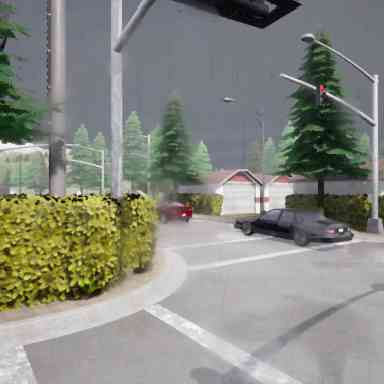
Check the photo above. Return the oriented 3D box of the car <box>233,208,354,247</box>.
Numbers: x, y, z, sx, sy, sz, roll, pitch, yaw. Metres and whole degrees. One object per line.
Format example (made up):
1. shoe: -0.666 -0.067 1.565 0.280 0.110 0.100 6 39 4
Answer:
1. car: 4.253 1.422 14.787 2.033 1.411 5.357 0 2 -35

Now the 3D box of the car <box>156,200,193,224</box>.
1. car: -1.945 1.305 23.380 1.882 1.535 5.008 -1 1 -35
